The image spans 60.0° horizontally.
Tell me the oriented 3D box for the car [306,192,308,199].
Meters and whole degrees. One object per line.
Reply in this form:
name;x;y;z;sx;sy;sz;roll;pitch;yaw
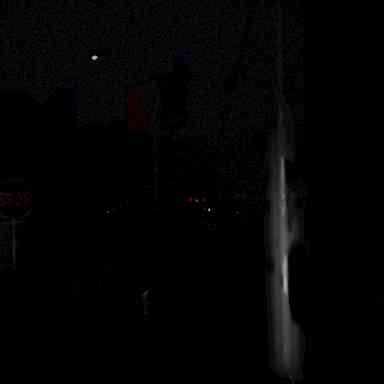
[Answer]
car;22.206;0.465;60.804;2.128;1.511;4.902;-2;0;35

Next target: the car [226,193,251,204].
car;7.233;0.969;50.934;1.812;1.442;4.674;-2;0;35

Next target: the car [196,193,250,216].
car;2.704;1.072;27.267;1.837;1.490;4.892;-2;0;35

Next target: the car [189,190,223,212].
car;1.962;0.816;31.900;2.150;2.045;5.566;-2;0;35

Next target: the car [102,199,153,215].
car;-6.059;1.351;32.113;2.033;1.411;5.357;-2;0;35
